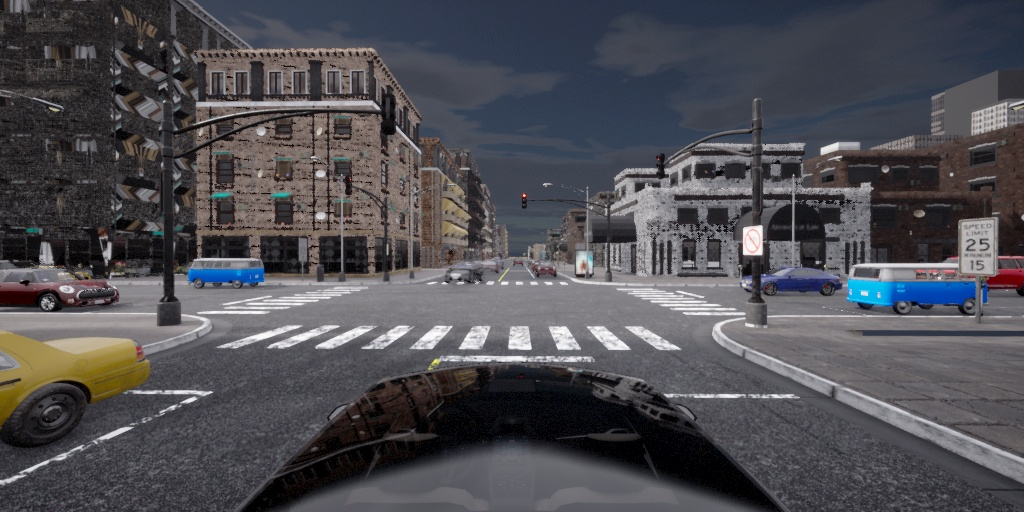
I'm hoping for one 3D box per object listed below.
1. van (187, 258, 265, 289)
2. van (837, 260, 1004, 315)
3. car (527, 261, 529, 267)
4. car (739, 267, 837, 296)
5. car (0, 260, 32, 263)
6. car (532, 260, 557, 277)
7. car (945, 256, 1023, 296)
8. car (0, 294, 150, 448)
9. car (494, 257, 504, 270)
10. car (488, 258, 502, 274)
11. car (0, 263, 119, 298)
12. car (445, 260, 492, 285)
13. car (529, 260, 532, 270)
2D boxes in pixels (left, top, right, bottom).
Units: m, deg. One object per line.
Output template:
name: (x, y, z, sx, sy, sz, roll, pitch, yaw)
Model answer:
van: (-17.426, 1.030, 21.903, 3.998, 1.789, 1.690, 0, 0, 1)
van: (14.851, 1.156, 13.208, 3.998, 1.789, 1.690, 0, 0, 1)
car: (3.552, 1.321, 52.199, 2.007, 1.370, 4.403, 0, 0, 1)
car: (14.691, 1.298, 18.993, 4.674, 1.442, 1.812, 0, 0, 2)
car: (-28.448, 1.045, 19.424, 4.553, 1.767, 2.097, 0, 0, 0)
car: (3.259, 1.195, 35.111, 1.967, 1.591, 4.097, 0, 0, 1)
car: (24.354, 1.019, 18.900, 5.566, 2.045, 2.150, 0, 0, 0)
car: (-5.680, 1.275, 2.623, 1.751, 1.417, 4.829, 0, 0, 1)
car: (-2.187, 1.264, 54.504, 2.128, 1.511, 4.902, 0, 0, 1)
car: (-2.438, 1.285, 40.444, 1.812, 1.442, 4.674, 0, 0, 1)
car: (-17.526, 1.190, 13.523, 4.097, 1.591, 1.967, 0, 0, 1)
car: (-3.315, 1.227, 26.182, 2.128, 1.511, 4.902, 0, -1, 10)
car: (3.454, 1.347, 46.503, 1.802, 1.307, 4.207, 0, 0, 1)
